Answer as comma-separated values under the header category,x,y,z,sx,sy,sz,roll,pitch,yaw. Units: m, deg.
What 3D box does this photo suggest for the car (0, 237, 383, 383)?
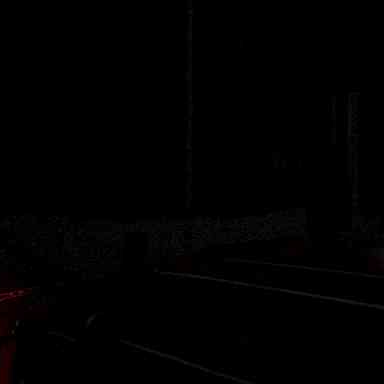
category,x,y,z,sx,sy,sz,roll,pitch,yaw
car,0.557,1.311,2.565,5.009,1.841,2.192,0,0,35
